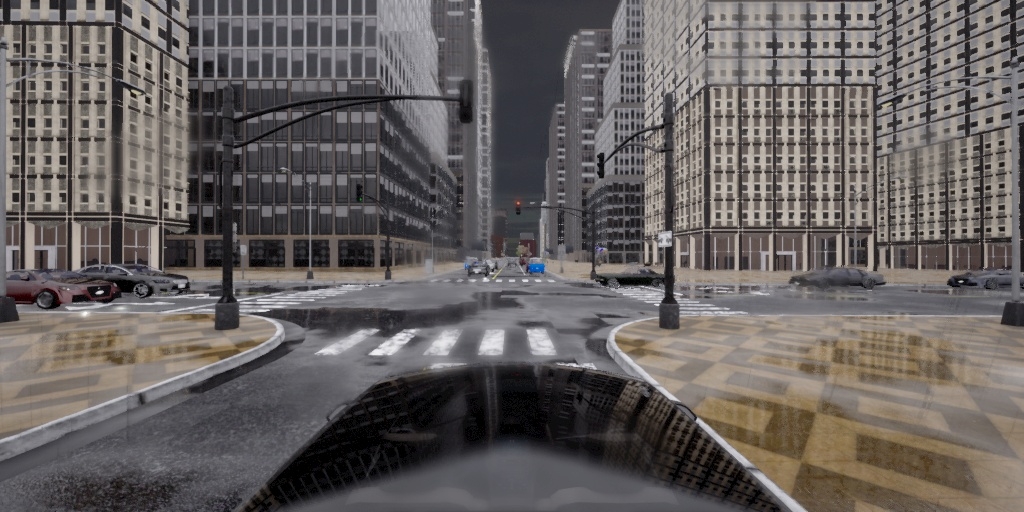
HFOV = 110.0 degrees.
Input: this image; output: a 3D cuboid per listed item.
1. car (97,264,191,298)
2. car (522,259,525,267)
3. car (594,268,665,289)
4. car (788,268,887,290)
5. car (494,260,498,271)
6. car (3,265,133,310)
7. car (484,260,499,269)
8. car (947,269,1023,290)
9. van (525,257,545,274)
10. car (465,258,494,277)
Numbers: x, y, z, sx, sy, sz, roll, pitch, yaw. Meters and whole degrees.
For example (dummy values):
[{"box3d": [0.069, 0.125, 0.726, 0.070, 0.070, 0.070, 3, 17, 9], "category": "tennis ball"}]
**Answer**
[{"box3d": [-17.809, 1.108, 16.625, 4.902, 1.511, 2.128, 0, 0, -1], "category": "car"}, {"box3d": [2.618, 1.295, 45.346, 1.888, 1.381, 4.507, 0, 0, 0], "category": "car"}, {"box3d": [7.979, 1.445, 23.861, 4.718, 1.301, 1.895, 0, 0, -1], "category": "car"}, {"box3d": [21.860, 1.484, 24.150, 5.357, 1.411, 2.033, 0, 0, -1], "category": "car"}, {"box3d": [-3.191, 1.275, 45.816, 1.812, 1.442, 4.674, 0, 0, 0], "category": "car"}, {"box3d": [-17.424, 1.169, 13.382, 4.181, 1.385, 1.994, 0, 0, -1], "category": "car"}, {"box3d": [-3.145, 1.297, 56.448, 2.033, 1.411, 5.357, 0, 0, 0], "category": "car"}, {"box3d": [32.477, 1.568, 24.387, 4.181, 1.385, 1.994, 0, 0, -1], "category": "car"}, {"box3d": [2.687, 1.090, 39.808, 1.690, 1.789, 3.998, 0, 0, 0], "category": "van"}, {"box3d": [-3.231, 1.241, 35.641, 2.128, 1.511, 4.902, 0, 0, 0], "category": "car"}]
